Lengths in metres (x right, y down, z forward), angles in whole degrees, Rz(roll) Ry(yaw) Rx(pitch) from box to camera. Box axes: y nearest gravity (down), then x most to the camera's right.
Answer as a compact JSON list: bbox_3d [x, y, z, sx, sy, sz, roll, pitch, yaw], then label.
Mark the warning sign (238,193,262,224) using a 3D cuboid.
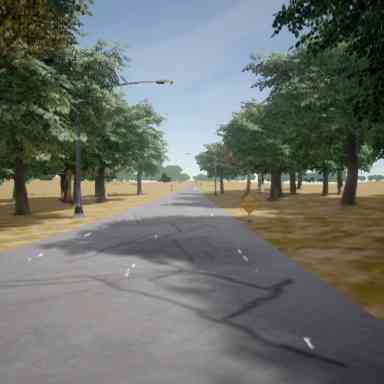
[{"bbox_3d":[3.555,0.990,20.587,1.300,1.860,1.060,0,1,0],"label":"warning sign"}]
